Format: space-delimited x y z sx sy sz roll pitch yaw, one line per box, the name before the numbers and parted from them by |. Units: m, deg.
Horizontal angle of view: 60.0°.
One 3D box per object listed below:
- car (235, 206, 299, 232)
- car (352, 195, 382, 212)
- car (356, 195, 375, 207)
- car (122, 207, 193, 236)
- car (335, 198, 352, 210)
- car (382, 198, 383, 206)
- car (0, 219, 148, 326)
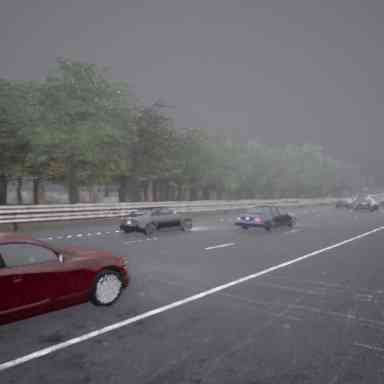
car | 4.710 1.560 20.459 2.033 1.411 5.357 1 0 40
car | 22.155 1.531 42.033 2.097 1.767 4.553 1 0 37
car | 31.278 1.522 59.926 2.150 2.045 5.566 1 0 36
car | -1.835 1.519 18.152 1.994 1.385 4.181 1 0 40
car | 21.874 1.683 47.387 1.837 1.490 4.892 1 0 37
car | 33.777 1.798 57.428 1.882 1.535 5.008 1 0 36
car | -3.358 1.446 5.805 1.882 1.535 5.008 1 0 41
